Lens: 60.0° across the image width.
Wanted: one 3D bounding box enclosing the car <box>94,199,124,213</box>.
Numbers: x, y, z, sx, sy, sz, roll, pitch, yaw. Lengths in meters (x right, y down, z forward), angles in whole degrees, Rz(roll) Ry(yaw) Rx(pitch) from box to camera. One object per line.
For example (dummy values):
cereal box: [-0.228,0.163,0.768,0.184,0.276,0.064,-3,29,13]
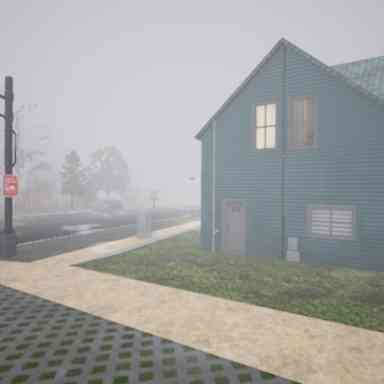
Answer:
car: [-10.934,1.762,43.898,2.097,1.767,4.553,1,-1,19]
